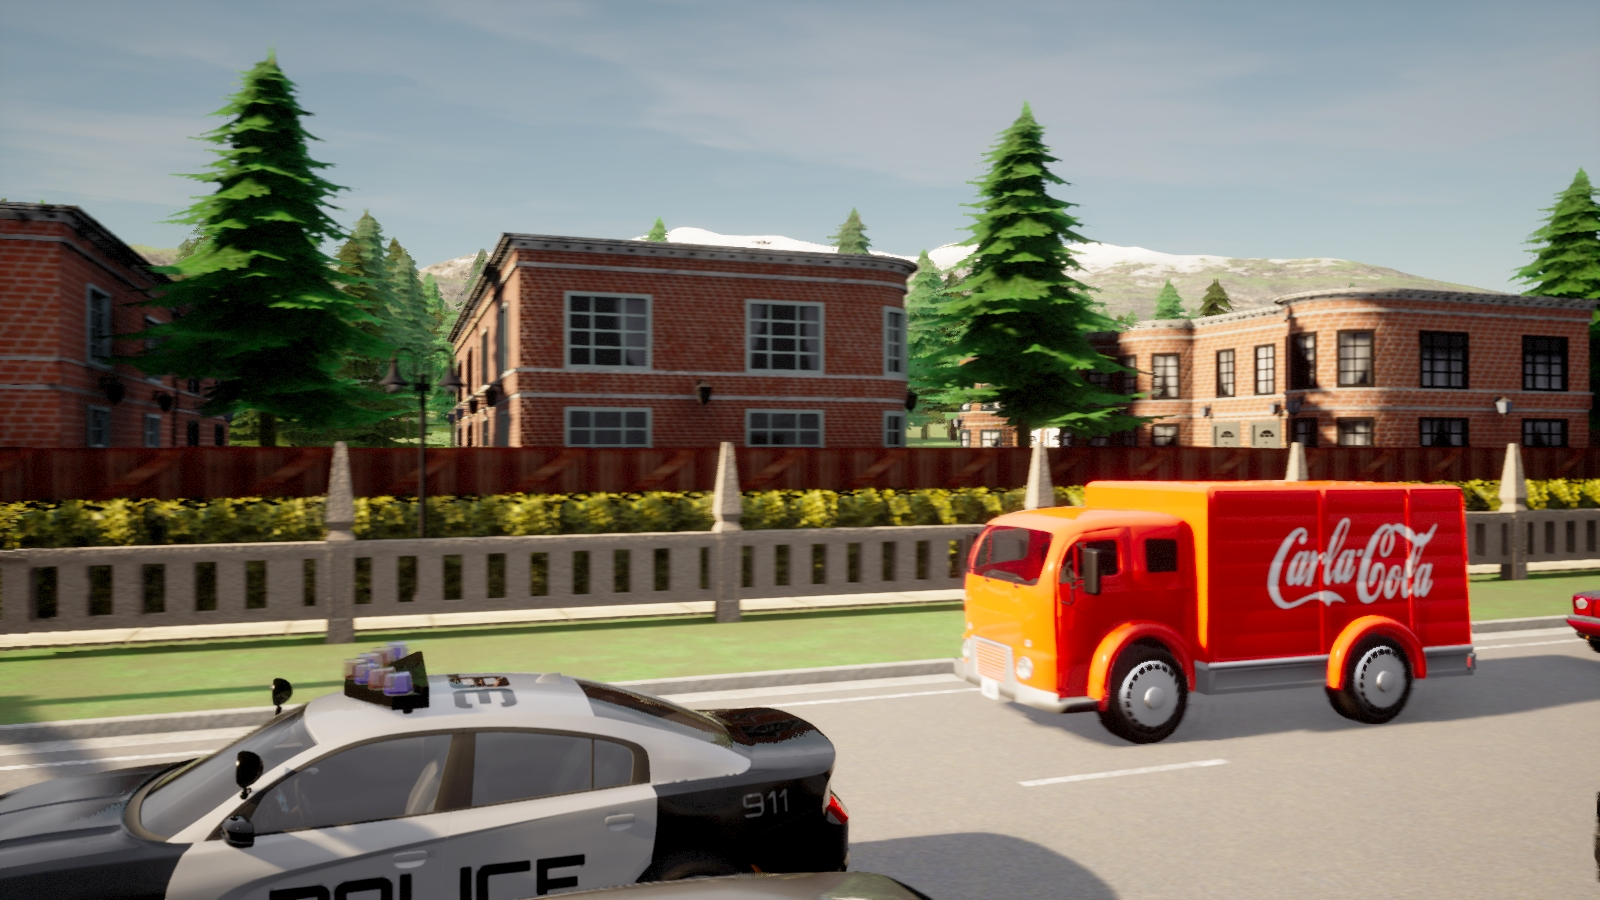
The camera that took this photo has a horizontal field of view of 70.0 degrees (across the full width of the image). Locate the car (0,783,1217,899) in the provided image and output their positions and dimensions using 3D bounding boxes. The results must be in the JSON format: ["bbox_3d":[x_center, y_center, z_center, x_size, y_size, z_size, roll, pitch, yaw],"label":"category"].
[{"bbox_3d":[-0.857,2.065,2.989,4.193,1.474,1.816,0,0,-20],"label":"car"}]

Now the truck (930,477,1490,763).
[{"bbox_3d":[4.338,1.564,12.326,5.204,2.467,2.627,0,0,-20],"label":"truck"}]

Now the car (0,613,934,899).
[{"bbox_3d":[-2.098,1.982,6.260,5.238,1.638,2.097,0,0,-20],"label":"car"}]

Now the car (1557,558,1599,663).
[{"bbox_3d":[12.812,2.144,15.421,4.718,1.301,1.895,0,0,-20],"label":"car"}]

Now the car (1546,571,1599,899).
[{"bbox_3d":[7.475,1.747,6.765,6.274,2.098,2.390,0,0,-28],"label":"car"}]
